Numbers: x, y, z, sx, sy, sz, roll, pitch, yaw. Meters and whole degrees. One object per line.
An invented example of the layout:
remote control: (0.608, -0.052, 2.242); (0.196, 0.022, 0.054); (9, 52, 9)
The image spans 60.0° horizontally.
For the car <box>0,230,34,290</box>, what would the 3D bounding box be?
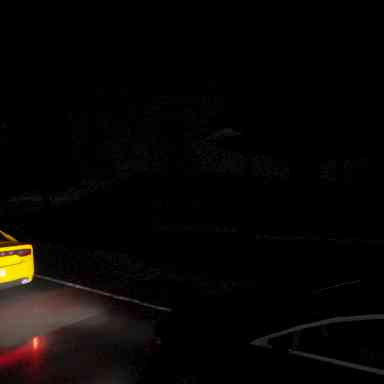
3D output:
car: (-5.831, 1.469, 8.000); (5.008, 1.535, 1.882); (0, 0, 35)

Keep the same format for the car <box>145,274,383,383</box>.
car: (1.767, 1.492, 2.747); (4.902, 1.511, 2.128); (0, 0, 35)
